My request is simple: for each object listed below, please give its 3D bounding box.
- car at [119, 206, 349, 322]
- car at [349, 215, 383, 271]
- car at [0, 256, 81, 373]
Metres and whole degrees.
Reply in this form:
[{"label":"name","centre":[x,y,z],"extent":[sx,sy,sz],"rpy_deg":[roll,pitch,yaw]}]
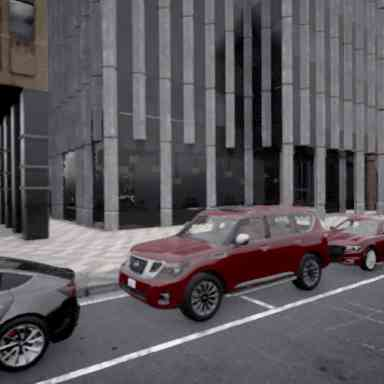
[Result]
[{"label":"car","centre":[0.990,1.273,7.338],"extent":[5.009,1.841,2.192],"rpy_deg":[-1,0,-35]},{"label":"car","centre":[5.595,1.460,10.592],"extent":[4.507,1.381,1.887],"rpy_deg":[-1,0,-35]},{"label":"car","centre":[-3.611,1.567,4.086],"extent":[4.313,1.339,1.947],"rpy_deg":[-1,0,-35]}]
